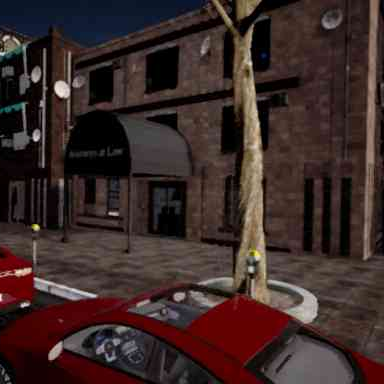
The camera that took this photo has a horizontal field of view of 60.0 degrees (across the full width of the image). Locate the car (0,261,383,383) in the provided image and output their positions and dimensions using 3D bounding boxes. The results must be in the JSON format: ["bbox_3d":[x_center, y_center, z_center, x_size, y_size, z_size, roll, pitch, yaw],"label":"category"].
[{"bbox_3d":[-0.261,1.569,3.088,4.206,1.307,1.802,1,1,36],"label":"car"}]

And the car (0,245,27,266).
[{"bbox_3d":[-4.836,1.491,6.392,4.507,1.381,1.887,1,1,36],"label":"car"}]
